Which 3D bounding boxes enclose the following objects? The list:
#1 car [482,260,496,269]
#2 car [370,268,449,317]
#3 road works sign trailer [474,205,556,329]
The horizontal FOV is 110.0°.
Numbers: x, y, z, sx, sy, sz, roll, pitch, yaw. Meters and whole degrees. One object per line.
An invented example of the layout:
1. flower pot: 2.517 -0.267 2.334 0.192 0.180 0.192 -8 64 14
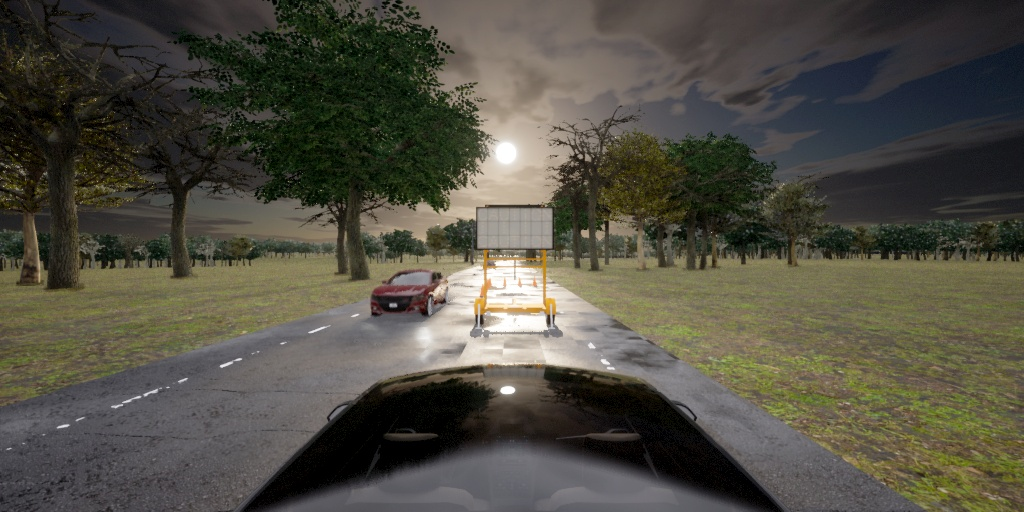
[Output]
1. car: -3.577 1.353 55.697 1.994 1.385 4.181 0 0 0
2. car: -3.597 1.224 13.379 1.882 1.535 5.008 0 0 0
3. road works sign trailer: 0.090 0.211 11.194 2.380 3.560 2.880 0 0 0
